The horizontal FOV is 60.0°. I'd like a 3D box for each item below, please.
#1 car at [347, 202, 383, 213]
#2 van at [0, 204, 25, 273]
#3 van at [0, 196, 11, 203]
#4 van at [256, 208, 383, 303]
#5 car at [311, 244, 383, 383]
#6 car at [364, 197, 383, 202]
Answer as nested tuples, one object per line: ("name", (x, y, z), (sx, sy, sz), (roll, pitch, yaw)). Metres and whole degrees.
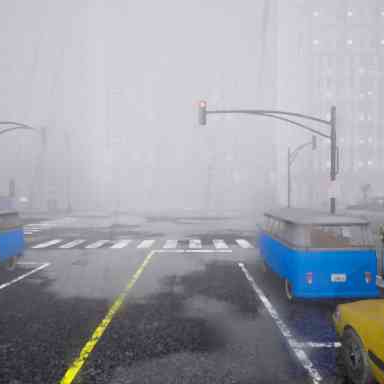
("car", (13.729, 1.653, 24.682), (4.718, 1.301, 1.895), (0, 1, 0))
("van", (-5.694, 1.339, 7.986), (1.690, 1.788, 3.998), (-1, 0, 0))
("van", (-17.119, 1.201, 27.495), (3.998, 1.788, 1.690), (0, 1, 0))
("van", (2.687, 1.339, 7.948), (1.690, 1.788, 3.998), (-1, 0, 0))
("car", (2.683, 1.525, 2.516), (1.752, 1.417, 4.829), (-1, 0, 0))
("car", (15.270, 1.339, 27.264), (5.009, 1.841, 2.192), (0, 1, 0))
